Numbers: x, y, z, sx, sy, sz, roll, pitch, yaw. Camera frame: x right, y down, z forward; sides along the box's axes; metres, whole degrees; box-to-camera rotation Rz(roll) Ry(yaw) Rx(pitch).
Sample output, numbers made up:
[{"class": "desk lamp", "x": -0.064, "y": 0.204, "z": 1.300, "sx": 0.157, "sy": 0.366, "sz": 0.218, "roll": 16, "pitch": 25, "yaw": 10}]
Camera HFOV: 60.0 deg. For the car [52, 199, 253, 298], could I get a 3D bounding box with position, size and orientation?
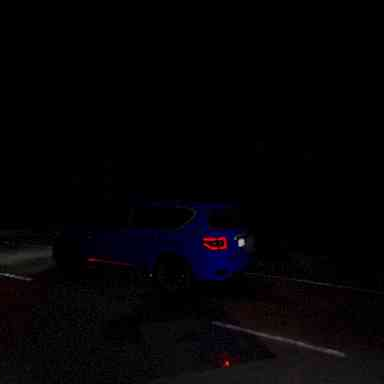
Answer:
[{"class": "car", "x": -1.195, "y": 1.203, "z": 8.695, "sx": 5.566, "sy": 2.045, "sz": 2.150, "roll": 0, "pitch": 0, "yaw": 32}]
